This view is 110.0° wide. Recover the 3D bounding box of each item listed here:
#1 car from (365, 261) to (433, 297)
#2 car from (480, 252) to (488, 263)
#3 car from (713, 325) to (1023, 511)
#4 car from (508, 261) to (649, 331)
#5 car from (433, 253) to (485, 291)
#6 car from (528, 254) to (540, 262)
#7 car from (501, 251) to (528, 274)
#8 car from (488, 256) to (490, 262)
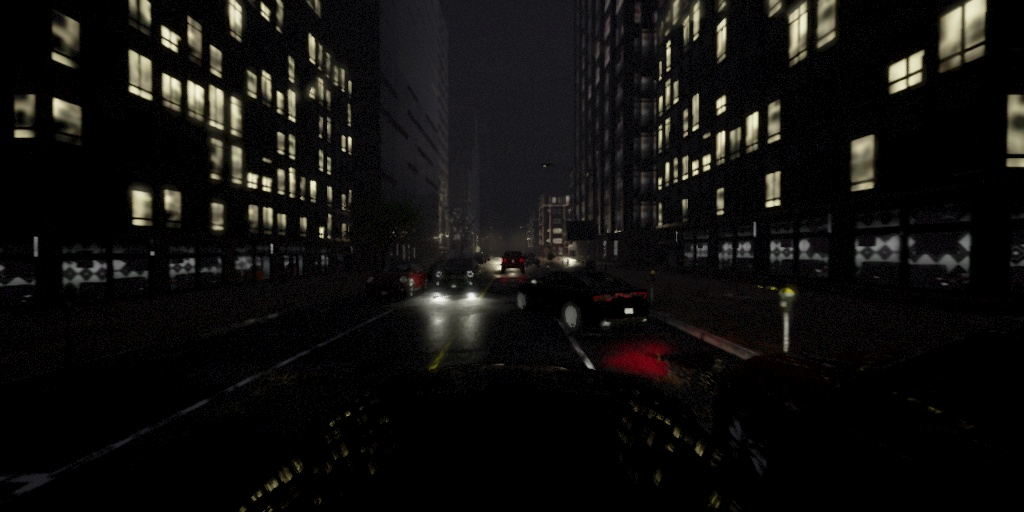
[{"bbox_3d":[-5.320,0.994,16.933,1.967,1.591,4.097,0,0,0],"label":"car"},{"bbox_3d":[-5.331,0.375,55.840,2.192,1.841,5.009,0,0,0],"label":"car"},{"bbox_3d":[2.988,1.104,1.611,2.097,1.767,4.553,0,1,0],"label":"car"},{"bbox_3d":[1.797,1.111,10.779,1.882,1.535,5.008,-1,1,-23],"label":"car"},{"bbox_3d":[-2.851,0.870,19.758,2.097,1.767,4.553,0,1,0],"label":"car"},{"bbox_3d":[2.552,0.752,44.726,2.007,1.370,4.403,0,0,0],"label":"car"},{"bbox_3d":[0.087,0.548,34.343,2.150,2.045,5.566,0,0,0],"label":"car"},{"bbox_3d":[-5.333,0.305,61.398,2.192,1.841,5.009,0,0,0],"label":"car"}]
